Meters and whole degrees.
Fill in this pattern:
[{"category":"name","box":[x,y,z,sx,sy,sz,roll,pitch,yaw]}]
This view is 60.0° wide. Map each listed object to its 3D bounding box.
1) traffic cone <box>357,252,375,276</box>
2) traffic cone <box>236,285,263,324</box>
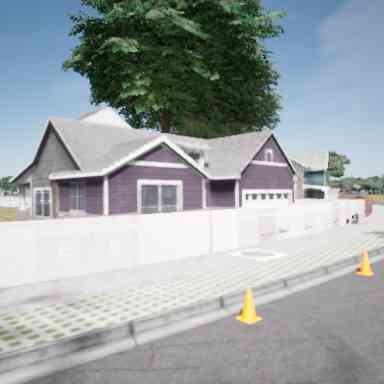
[{"category":"traffic cone","box":[4.710,1.920,9.024,0.340,0.580,0.340,0,0,-42]},{"category":"traffic cone","box":[1.008,1.947,5.869,0.340,0.580,0.340,0,0,-39]}]
